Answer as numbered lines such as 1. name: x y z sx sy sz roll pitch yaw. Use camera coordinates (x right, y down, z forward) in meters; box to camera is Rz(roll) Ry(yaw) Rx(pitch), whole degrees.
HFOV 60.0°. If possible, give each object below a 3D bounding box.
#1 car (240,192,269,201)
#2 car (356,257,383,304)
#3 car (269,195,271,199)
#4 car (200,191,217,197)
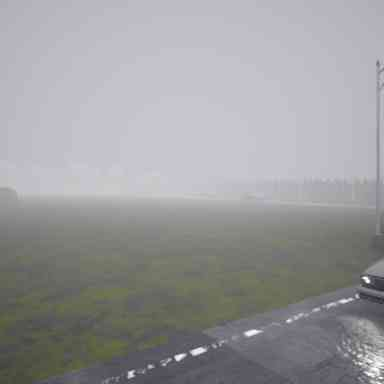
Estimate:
1. car: 10.584 0.811 58.451 1.882 1.535 5.008 1 1 -35
2. car: 5.758 1.560 7.179 5.357 1.411 2.033 0 0 -36
3. car: 12.168 0.833 61.093 2.128 1.511 4.902 1 1 -35
4. car: 3.610 0.473 73.001 1.994 1.385 4.181 1 1 -36
